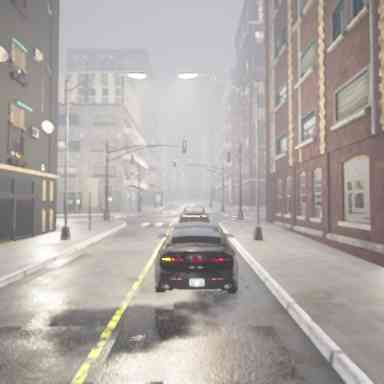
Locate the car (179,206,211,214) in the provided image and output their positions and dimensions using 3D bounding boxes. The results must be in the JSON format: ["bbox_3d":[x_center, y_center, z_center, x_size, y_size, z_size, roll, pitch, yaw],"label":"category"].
[{"bbox_3d":[0.183,1.643,21.860,2.128,1.511,4.902,0,0,1],"label":"car"}]

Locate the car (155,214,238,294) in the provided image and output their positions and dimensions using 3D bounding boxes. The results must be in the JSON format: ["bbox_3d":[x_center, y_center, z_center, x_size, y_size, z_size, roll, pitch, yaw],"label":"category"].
[{"bbox_3d":[0.103,1.563,8.954,1.837,1.490,4.892,0,-1,0],"label":"car"}]
